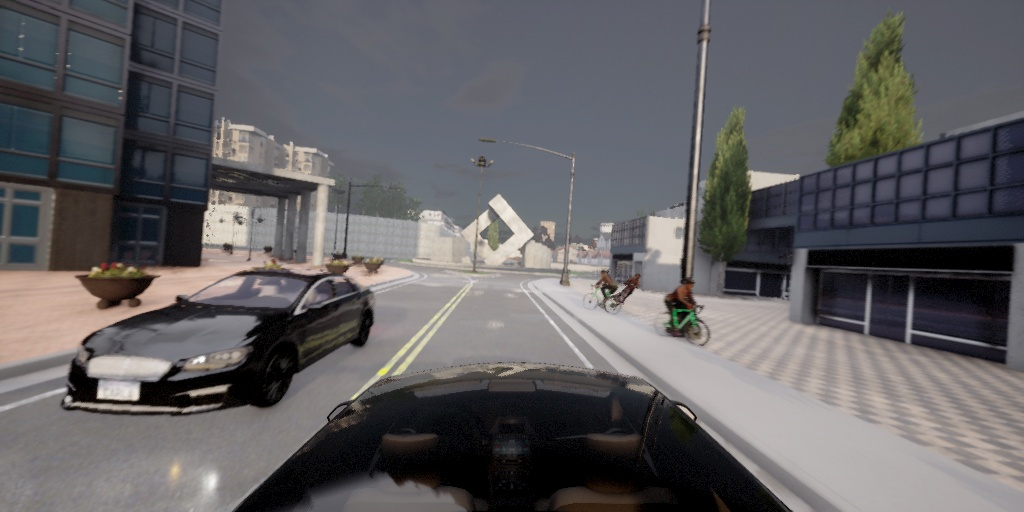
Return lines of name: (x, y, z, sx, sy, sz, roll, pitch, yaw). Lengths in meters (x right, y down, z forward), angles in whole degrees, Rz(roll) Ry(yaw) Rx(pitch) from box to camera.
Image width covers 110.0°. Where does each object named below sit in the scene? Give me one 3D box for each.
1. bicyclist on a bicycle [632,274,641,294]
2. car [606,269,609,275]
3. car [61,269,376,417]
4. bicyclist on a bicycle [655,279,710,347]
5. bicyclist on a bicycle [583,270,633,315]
bicyclist on a bicycle: (4.416, 1.364, 13.746, 0.582, 1.620, 1.656, 35, -21, 22)
car: (14.601, 2.567, 50.534, 2.128, 1.511, 4.902, 4, 0, 43)
car: (-3.728, 0.985, 5.766, 2.128, 1.511, 4.902, 4, 0, -3)
bicyclist on a bicycle: (4.379, 1.415, 9.260, 0.582, 1.620, 1.656, 4, 0, -26)
bicyclist on a bicycle: (3.435, 1.343, 13.491, 1.656, 1.620, 0.582, 4, -11, 46)
